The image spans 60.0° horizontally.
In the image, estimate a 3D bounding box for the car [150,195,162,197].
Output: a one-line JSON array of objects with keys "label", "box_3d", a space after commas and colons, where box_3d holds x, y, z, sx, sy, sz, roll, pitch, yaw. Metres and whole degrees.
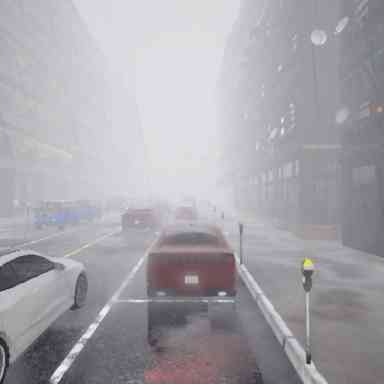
[{"label": "car", "box_3d": [-8.314, 1.471, 70.528, 2.192, 1.841, 5.009, 1, 0, 0]}]

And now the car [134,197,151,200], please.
[{"label": "car", "box_3d": [-5.812, 1.664, 42.692, 1.895, 1.301, 4.718, 0, 0, 1]}]

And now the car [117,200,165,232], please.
[{"label": "car", "box_3d": [-2.966, 1.494, 20.430, 1.882, 1.535, 5.008, 0, 0, 0]}]

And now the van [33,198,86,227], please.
[{"label": "van", "box_3d": [-8.311, 1.359, 20.753, 1.690, 1.788, 3.998, 2, 0, 0]}]

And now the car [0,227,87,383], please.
[{"label": "car", "box_3d": [-3.020, 1.528, 4.832, 1.812, 1.442, 4.674, 0, 0, 0]}]

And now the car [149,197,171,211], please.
[{"label": "car", "box_3d": [-2.974, 1.549, 34.290, 1.837, 1.490, 4.892, 0, 0, 1]}]

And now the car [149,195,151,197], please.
[{"label": "car", "box_3d": [-8.319, 1.660, 53.938, 1.947, 1.339, 4.313, 1, 0, 0]}]

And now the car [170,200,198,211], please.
[{"label": "car", "box_3d": [-0.437, 1.572, 26.224, 1.887, 1.381, 4.507, 1, 0, 0]}]

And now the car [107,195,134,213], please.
[{"label": "car", "box_3d": [-8.312, 1.366, 37.346, 2.192, 1.841, 5.009, 1, 0, 0]}]

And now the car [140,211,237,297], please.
[{"label": "car", "box_3d": [-0.006, 1.482, 8.653, 1.882, 1.535, 5.008, 0, 0, 0]}]

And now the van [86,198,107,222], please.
[{"label": "van", "box_3d": [-8.312, 1.368, 26.285, 1.690, 1.788, 3.998, 1, 0, 0]}]

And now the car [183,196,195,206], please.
[{"label": "car", "box_3d": [-0.470, 1.553, 59.411, 1.967, 1.590, 4.097, 1, 0, 0]}]

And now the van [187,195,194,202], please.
[{"label": "van", "box_3d": [-0.470, 1.576, 87.068, 1.690, 1.788, 3.998, 1, 0, 0]}]

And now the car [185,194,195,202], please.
[{"label": "car", "box_3d": [-0.469, 1.521, 81.536, 2.192, 1.841, 5.009, 1, 0, 0]}]

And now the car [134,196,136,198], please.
[{"label": "car", "box_3d": [-8.312, 1.379, 42.876, 2.192, 1.841, 5.009, 1, 0, 0]}]

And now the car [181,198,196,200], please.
[{"label": "car", "box_3d": [-0.437, 1.582, 31.754, 1.887, 1.381, 4.507, 1, 0, 0]}]

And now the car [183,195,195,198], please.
[{"label": "car", "box_3d": [-0.427, 1.490, 37.286, 1.967, 1.590, 4.097, 1, 0, 0]}]
